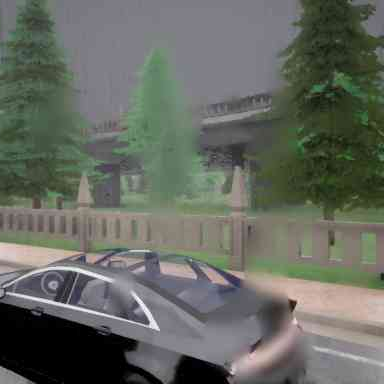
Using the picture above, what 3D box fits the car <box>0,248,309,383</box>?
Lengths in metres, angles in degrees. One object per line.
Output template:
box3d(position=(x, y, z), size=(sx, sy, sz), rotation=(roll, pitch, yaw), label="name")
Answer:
box3d(position=(-1.117, 1.492, 4.203), size=(4.902, 1.511, 2.128), rotation=(0, 0, 33), label="car")
